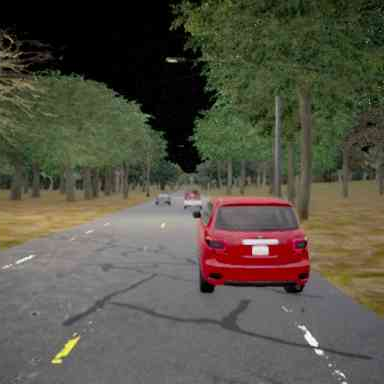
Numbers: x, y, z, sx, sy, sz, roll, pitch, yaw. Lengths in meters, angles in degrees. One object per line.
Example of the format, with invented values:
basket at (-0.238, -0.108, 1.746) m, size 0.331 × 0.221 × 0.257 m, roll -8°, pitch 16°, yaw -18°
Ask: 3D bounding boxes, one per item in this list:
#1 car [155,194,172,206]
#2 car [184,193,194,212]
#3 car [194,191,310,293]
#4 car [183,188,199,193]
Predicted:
car at (-3.554, 0.949, 41.619) m, size 1.812 × 1.442 × 4.674 m, roll 0°, pitch 1°, yaw 0°
car at (0.104, 1.111, 35.860) m, size 1.895 × 1.301 × 4.718 m, roll 0°, pitch 1°, yaw 0°
car at (1.235, 1.109, 8.670) m, size 2.150 × 2.045 × 5.566 m, roll 0°, pitch 1°, yaw 0°
car at (0.064, 0.579, 45.819) m, size 2.150 × 2.045 × 5.566 m, roll 0°, pitch 1°, yaw 0°
